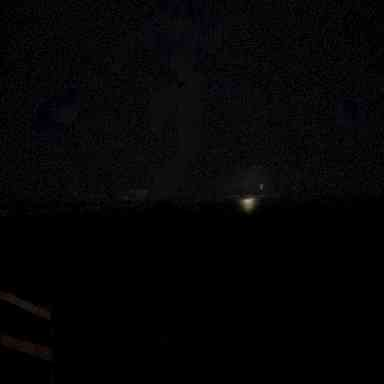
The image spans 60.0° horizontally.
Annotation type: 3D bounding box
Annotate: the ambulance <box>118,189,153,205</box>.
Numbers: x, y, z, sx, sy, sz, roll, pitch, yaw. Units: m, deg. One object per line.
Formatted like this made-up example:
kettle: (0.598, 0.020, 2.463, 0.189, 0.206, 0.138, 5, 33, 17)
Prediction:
ambulance: (-9.260, 0.816, 54.630, 2.351, 2.431, 6.366, 2, 2, 35)
